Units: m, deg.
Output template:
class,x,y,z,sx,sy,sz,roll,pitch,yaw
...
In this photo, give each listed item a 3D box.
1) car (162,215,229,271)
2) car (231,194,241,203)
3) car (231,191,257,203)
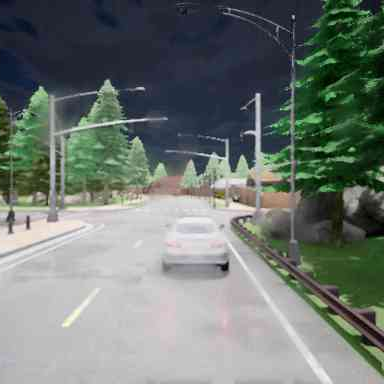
class,x,y,z,sx,sy,sz,roll,pitch,yaw
car,0.097,1.446,10.475,1.812,1.442,4.674,0,0,0
car,8.832,0.754,51.613,4.605,1.855,1.932,0,0,-1
car,8.416,0.737,54.123,3.866,1.878,1.905,0,0,-1
